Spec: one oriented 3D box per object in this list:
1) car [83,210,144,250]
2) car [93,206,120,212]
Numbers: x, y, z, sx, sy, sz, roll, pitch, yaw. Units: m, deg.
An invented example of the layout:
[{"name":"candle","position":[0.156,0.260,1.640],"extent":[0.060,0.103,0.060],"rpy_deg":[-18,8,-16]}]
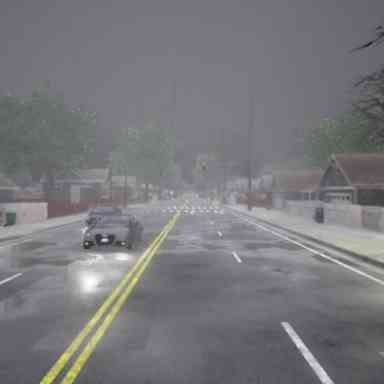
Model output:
[{"name":"car","position":[-3.355,1.695,14.813],"extent":[1.994,1.385,4.181],"rpy_deg":[0,-1,0]},{"name":"car","position":[-6.604,1.774,25.766],"extent":[2.033,1.411,5.357],"rpy_deg":[0,-1,0]}]
